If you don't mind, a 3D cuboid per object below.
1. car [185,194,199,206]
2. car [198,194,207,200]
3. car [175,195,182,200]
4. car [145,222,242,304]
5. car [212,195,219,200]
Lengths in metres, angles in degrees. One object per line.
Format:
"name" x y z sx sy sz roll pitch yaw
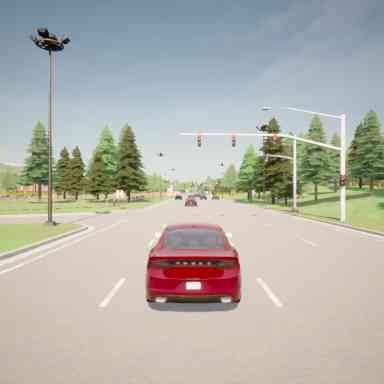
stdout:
"car" -0.161 1.525 52.865 1.812 1.442 4.674 0 0 0
"car" 3.211 1.523 94.322 1.812 1.442 4.674 0 0 0
"car" -3.789 1.477 94.300 1.882 1.535 5.008 0 0 0
"car" 0.038 1.478 8.262 1.882 1.535 5.008 0 0 0
"car" 6.711 1.524 94.332 2.128 1.511 4.902 0 0 0
